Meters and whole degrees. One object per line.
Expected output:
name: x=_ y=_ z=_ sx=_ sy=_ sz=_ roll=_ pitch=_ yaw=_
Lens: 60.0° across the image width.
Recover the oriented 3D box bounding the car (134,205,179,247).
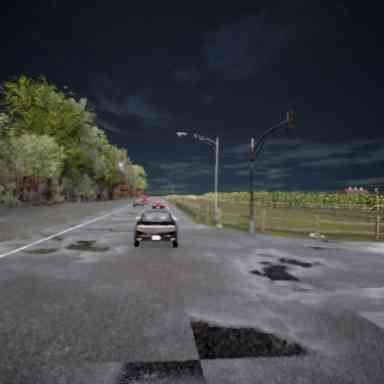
car: x=-1.672 y=1.627 z=15.740 sx=2.128 sy=1.511 sz=4.902 roll=1 pitch=0 yaw=-6

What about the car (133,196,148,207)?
car: x=-9.519 y=1.984 z=59.709 sx=2.033 sy=1.411 sz=5.357 roll=1 pitch=-1 yaw=-5

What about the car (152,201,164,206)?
car: x=-5.415 y=2.051 z=53.658 sx=1.895 sy=1.301 sz=4.718 roll=1 pitch=-1 yaw=-6
